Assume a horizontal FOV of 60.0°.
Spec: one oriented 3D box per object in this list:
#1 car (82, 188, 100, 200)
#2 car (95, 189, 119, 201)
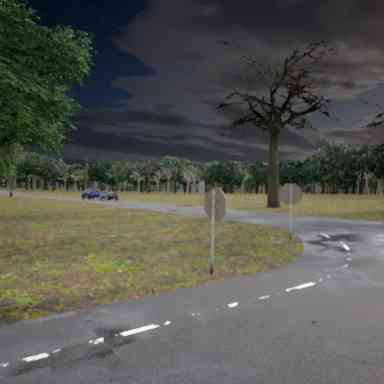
[{"bbox_3d":[-18.154,0.322,60.173,2.150,2.045,5.566,2,-1,-36],"label":"car"},{"bbox_3d":[-13.450,0.639,53.696,1.837,1.490,4.892,2,-1,-35],"label":"car"}]
